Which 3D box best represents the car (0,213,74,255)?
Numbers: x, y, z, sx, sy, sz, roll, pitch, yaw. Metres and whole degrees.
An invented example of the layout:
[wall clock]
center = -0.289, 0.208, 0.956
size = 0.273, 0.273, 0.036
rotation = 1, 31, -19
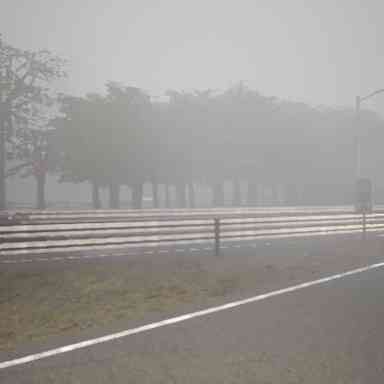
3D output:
[car]
center = -7.063, 1.572, 12.637
size = 4.892, 1.490, 1.837
rotation = 0, 0, -20
